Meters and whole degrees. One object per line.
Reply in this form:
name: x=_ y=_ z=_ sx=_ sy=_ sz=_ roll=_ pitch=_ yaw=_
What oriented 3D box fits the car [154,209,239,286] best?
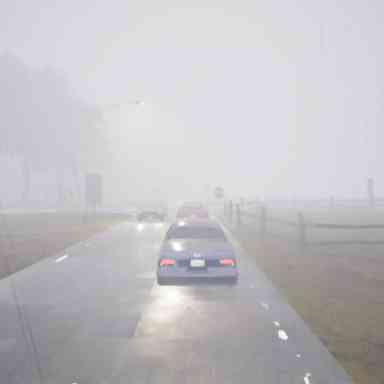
car: x=0.096 y=1.428 z=9.122 sx=2.033 sy=1.411 sz=5.357 roll=0 pitch=1 yaw=0

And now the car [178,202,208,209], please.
car: x=0.051 y=1.298 z=21.201 sx=1.994 sy=1.385 sz=4.181 roll=0 pitch=1 yaw=0

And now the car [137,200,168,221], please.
car: x=-2.749 y=1.268 z=24.293 sx=2.033 sy=1.411 sz=5.357 roll=0 pitch=1 yaw=0
